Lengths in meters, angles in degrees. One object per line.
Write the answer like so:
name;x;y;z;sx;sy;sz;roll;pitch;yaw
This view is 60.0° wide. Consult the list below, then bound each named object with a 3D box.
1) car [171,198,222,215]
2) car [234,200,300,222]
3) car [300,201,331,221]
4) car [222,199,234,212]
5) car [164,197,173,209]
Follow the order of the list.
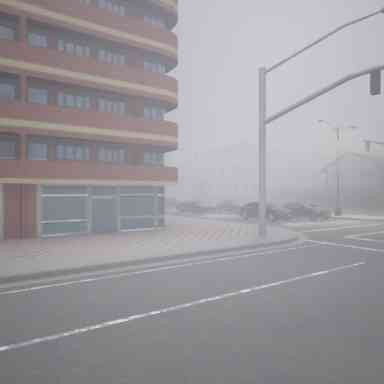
car;0.342;1.544;34.775;2.033;1.411;5.357;0;0;-34
car;5.875;1.505;26.734;1.837;1.490;4.892;0;0;-34
car;9.310;1.526;27.939;1.812;1.442;4.674;0;0;-34
car;4.375;1.526;35.109;1.812;1.442;4.674;0;0;-34
car;-2.856;1.507;45.597;1.837;1.490;4.892;0;-1;-34
